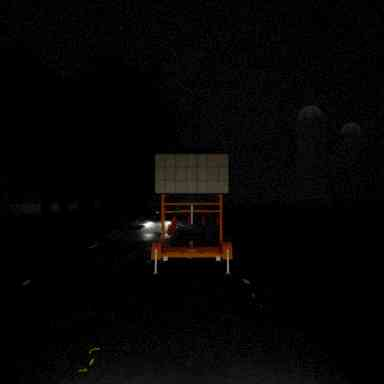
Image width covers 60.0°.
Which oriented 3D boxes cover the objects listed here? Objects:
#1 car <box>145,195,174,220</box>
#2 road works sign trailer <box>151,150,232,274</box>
[{"bbox_3d":[-2.762,1.306,29.394,2.150,2.045,5.566,0,0,0],"label":"car"},{"bbox_3d":[-0.004,0.482,10.560,2.380,3.560,2.880,0,0,0],"label":"road works sign trailer"}]
